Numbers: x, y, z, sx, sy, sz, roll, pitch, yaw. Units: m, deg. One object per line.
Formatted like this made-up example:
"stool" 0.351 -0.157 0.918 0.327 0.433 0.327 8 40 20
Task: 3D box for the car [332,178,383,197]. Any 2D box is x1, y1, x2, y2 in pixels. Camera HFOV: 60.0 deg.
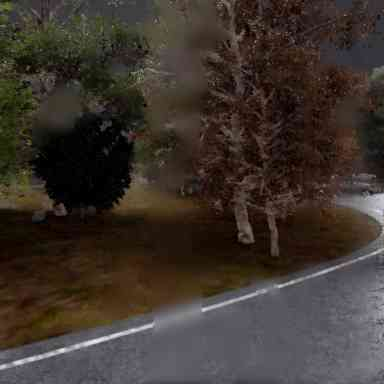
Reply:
"car" 17.994 -0.350 36.119 1.837 1.490 4.892 -7 4 -32

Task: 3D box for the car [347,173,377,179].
"car" 33.346 -2.851 64.520 4.674 1.442 1.812 -3 3 -1

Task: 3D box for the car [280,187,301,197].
"car" 12.353 -0.193 40.772 1.837 1.490 4.892 -6 3 -13

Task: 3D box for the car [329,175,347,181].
"car" 29.609 -2.700 67.541 4.674 1.442 1.812 -4 3 -10
